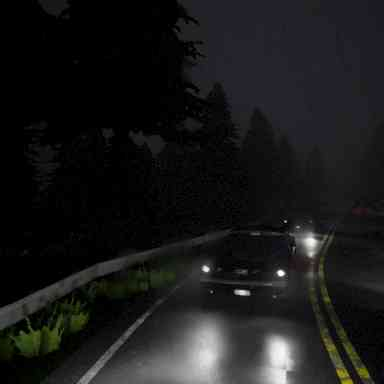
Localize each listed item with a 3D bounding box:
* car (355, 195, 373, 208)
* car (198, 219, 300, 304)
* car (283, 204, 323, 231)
[{"bbox_3d":[20.814,1.057,40.174,2.128,1.511,4.902,-2,0,28],"label":"car"},{"bbox_3d":[1.640,1.599,8.438,1.895,1.301,4.718,-1,0,18],"label":"car"},{"bbox_3d":[6.819,1.459,20.153,2.033,1.411,5.357,-2,0,26],"label":"car"}]
